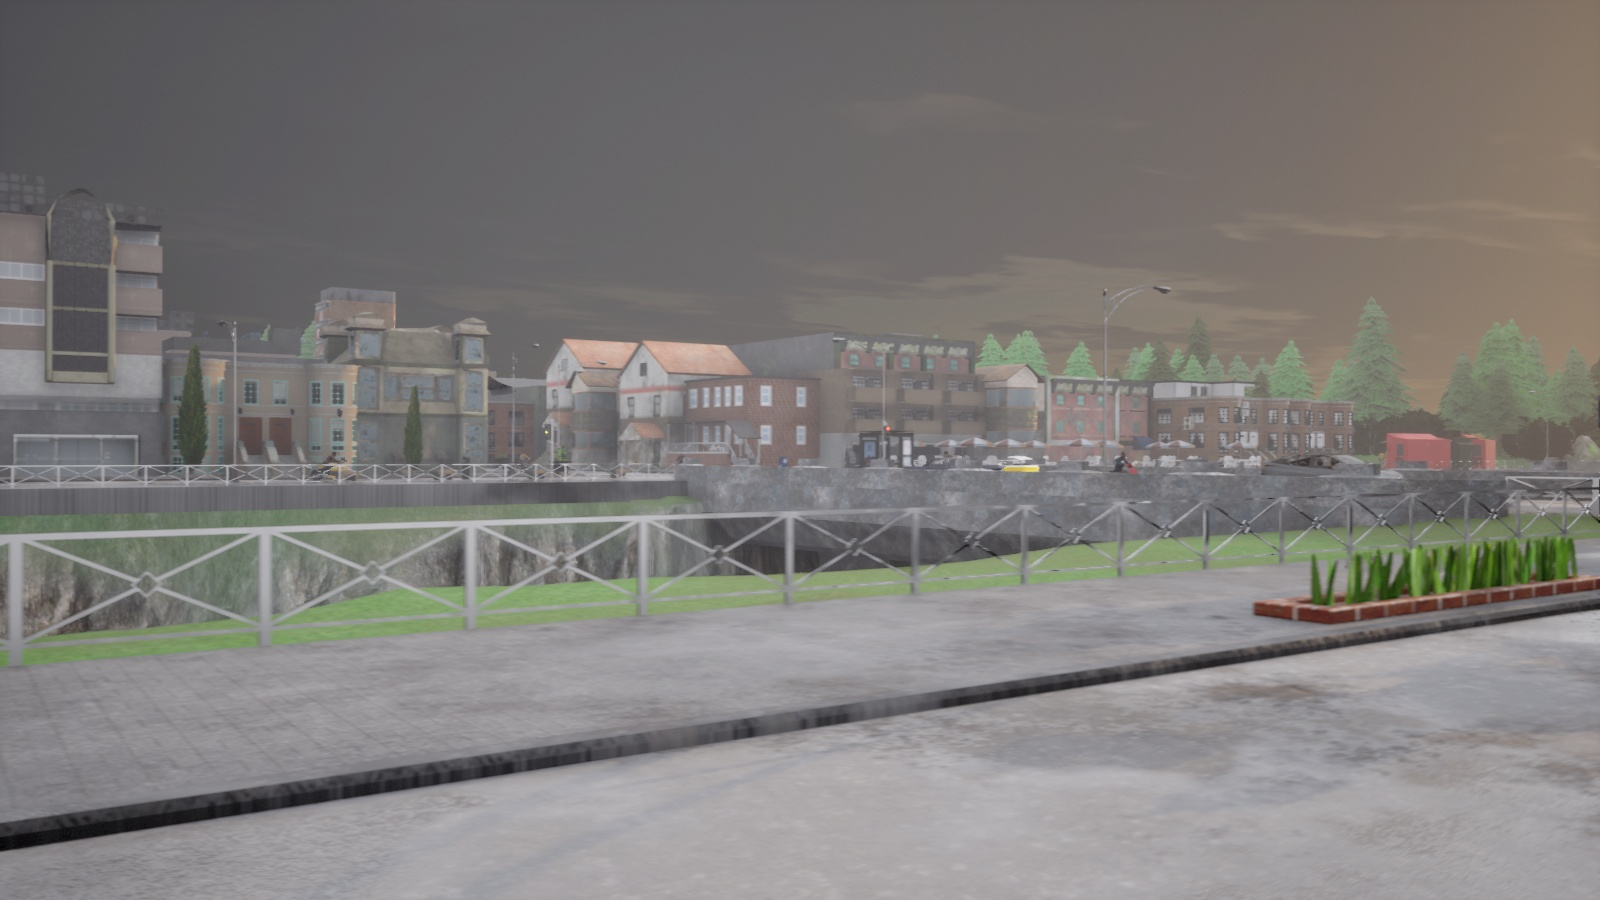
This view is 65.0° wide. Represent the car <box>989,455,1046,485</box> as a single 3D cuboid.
[{"bbox_3d":[10.148,0.922,58.595,1.481,1.376,2.207,0,0,-35],"label":"car"}]

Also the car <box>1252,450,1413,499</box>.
[{"bbox_3d":[17.411,0.756,41.240,2.007,1.525,4.514,0,0,-34],"label":"car"}]

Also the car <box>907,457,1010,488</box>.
[{"bbox_3d":[7.006,0.968,56.107,1.895,1.301,4.718,0,0,-35],"label":"car"}]

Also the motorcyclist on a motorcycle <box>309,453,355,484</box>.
[{"bbox_3d":[-23.520,0.931,63.097,2.044,1.523,0.797,0,0,-35],"label":"motorcyclist on a motorcycle"}]
